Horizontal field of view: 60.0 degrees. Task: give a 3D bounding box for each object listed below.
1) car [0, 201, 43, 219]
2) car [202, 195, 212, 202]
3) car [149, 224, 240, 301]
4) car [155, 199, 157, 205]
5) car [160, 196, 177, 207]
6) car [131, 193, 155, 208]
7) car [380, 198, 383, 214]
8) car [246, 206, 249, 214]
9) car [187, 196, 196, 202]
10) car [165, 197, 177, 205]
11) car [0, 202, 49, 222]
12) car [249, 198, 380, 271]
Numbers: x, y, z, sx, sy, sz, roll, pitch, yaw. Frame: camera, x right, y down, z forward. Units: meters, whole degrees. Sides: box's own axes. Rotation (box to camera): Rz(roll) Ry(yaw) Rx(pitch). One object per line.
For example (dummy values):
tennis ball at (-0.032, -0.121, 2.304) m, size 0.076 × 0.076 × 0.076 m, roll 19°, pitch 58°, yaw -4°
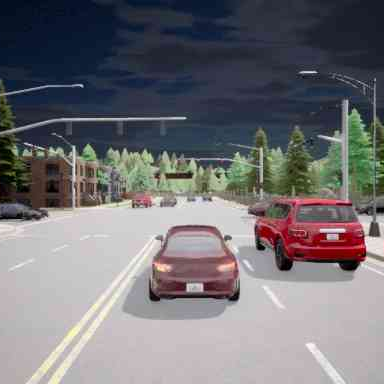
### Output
car at (-16.193, 1.547, 29.147) m, size 5.357 × 1.411 × 2.033 m, roll 0°, pitch 0°, yaw -2°
car at (3.356, 1.355, 74.348) m, size 2.097 × 1.767 × 4.553 m, roll 0°, pitch 0°, yaw 0°
car at (0.046, 1.526, 8.185) m, size 1.812 × 1.442 × 4.674 m, roll 0°, pitch 0°, yaw 0°
car at (-7.205, 1.525, 57.307) m, size 1.812 × 1.442 × 4.674 m, roll 0°, pitch 0°, yaw 0°
car at (-3.702, 1.352, 51.184) m, size 2.097 × 1.767 × 4.553 m, roll 0°, pitch 0°, yaw 0°
car at (-7.169, 1.221, 47.908) m, size 2.150 × 2.045 × 5.566 m, roll 0°, pitch 0°, yaw 2°
car at (18.261, 1.352, 32.457) m, size 4.553 × 1.767 × 2.097 m, roll 0°, pitch 0°, yaw 0°
car at (7.068, 1.525, 28.803) m, size 4.674 × 1.442 × 1.812 m, roll 0°, pitch 0°, yaw 0°
car at (-0.152, 1.553, 74.575) m, size 1.994 × 1.385 × 4.181 m, roll 0°, pitch 0°, yaw 0°
car at (-3.700, 1.564, 59.792) m, size 1.994 × 1.385 × 4.181 m, roll 0°, pitch 0°, yaw 0°
car at (-13.987, 1.547, 25.644) m, size 5.357 × 1.411 × 2.033 m, roll 0°, pitch 0°, yaw -1°
car at (3.553, 1.221, 11.066) m, size 2.150 × 2.045 × 5.566 m, roll 0°, pitch 0°, yaw 0°
